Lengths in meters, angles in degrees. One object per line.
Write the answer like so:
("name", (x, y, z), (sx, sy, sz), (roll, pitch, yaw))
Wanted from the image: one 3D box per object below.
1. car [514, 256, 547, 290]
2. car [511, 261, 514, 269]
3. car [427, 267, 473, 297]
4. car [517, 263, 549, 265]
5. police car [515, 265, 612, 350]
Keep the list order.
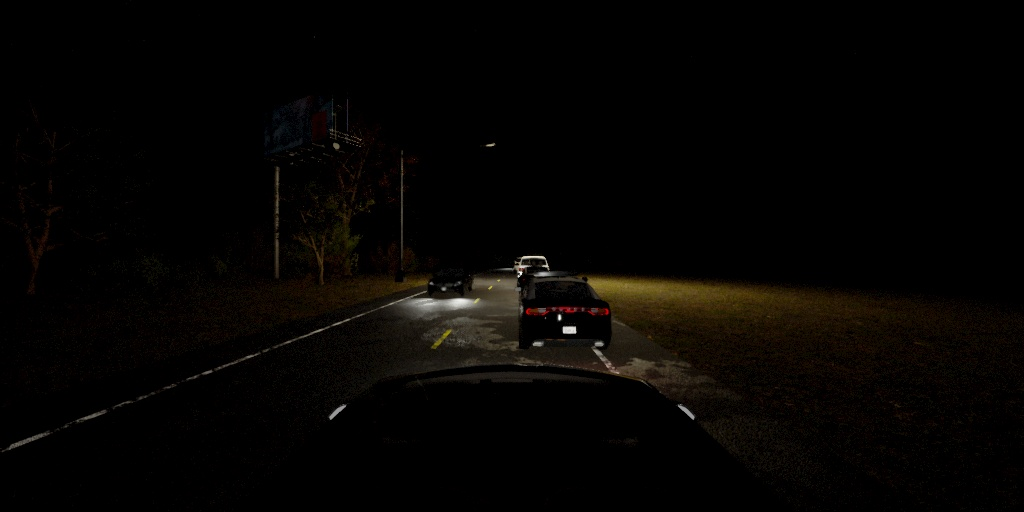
("car", (1.460, 1.044, 25.140), (2.150, 2.045, 5.566), (0, 0, 2))
("car", (1.423, 1.203, 46.485), (2.150, 2.045, 5.566), (0, 0, 4))
("car", (-3.219, 1.318, 19.534), (1.812, 1.442, 4.674), (0, 0, 2))
("car", (1.288, 1.296, 19.131), (1.837, 1.490, 4.892), (0, 0, 1))
("police car", (1.104, 1.184, 9.275), (1.930, 1.638, 5.238), (0, 0, 1))
